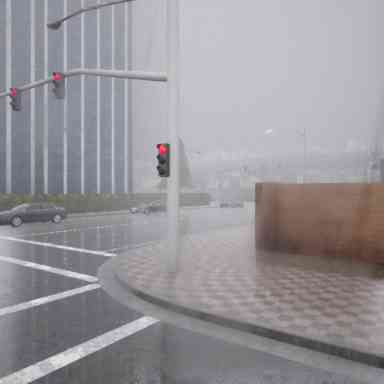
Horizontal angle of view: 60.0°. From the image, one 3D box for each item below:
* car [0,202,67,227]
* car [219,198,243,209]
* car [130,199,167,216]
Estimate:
[{"bbox_3d":[-11.085,1.505,22.986,1.837,1.490,4.892,0,0,35],"label":"car"},{"bbox_3d":[5.466,1.568,46.127,1.994,1.385,4.181,0,0,36],"label":"car"},{"bbox_3d":[-3.995,1.492,32.958,2.128,1.511,4.902,0,0,35],"label":"car"}]
